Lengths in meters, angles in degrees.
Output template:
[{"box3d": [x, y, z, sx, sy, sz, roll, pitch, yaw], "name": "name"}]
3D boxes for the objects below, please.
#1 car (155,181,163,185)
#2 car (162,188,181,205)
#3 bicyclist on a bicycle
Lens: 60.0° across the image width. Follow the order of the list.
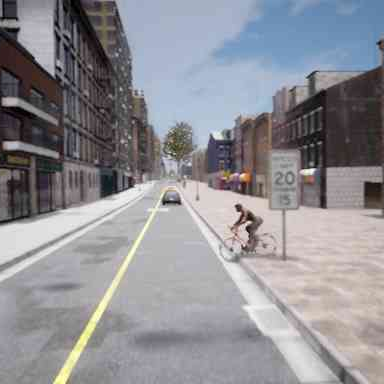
[{"box3d": [-7.701, -1.996, 76.848, 1.812, 1.442, 4.674, -1, 3, -4], "name": "car"}, {"box3d": [-2.146, 0.585, 35.147, 1.994, 1.385, 4.181, -1, 2, -3], "name": "car"}, {"box3d": [1.539, 1.111, 9.383, 1.656, 1.620, 0.582, -7, 2, -4], "name": "bicyclist on a bicycle"}]
